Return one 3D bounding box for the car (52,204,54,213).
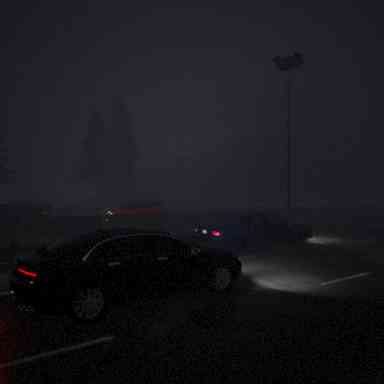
[{"bbox_3d":[-14.239,1.469,28.015,4.902,1.511,2.128,0,0,-34],"label":"car"}]

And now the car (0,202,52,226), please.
[{"bbox_3d":[-11.604,1.547,21.334,4.181,1.385,1.994,0,0,-35],"label":"car"}]

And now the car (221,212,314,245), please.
[{"bbox_3d":[2.605,1.526,13.746,5.357,1.411,2.033,0,0,-32],"label":"car"}]

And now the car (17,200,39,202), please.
[{"bbox_3d":[-13.833,1.508,24.034,4.674,1.442,1.812,0,0,-35],"label":"car"}]

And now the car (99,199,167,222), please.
[{"bbox_3d":[-3.926,1.326,22.201,4.553,1.767,2.097,0,0,-32],"label":"car"}]

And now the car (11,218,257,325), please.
[{"bbox_3d":[-1.088,1.496,7.115,4.892,1.490,1.837,0,0,-34],"label":"car"}]
